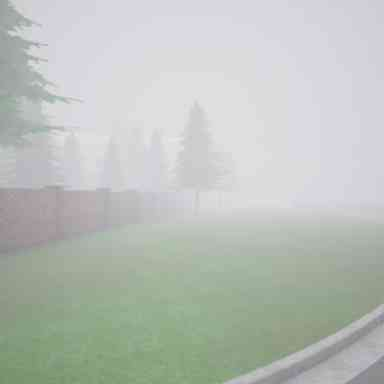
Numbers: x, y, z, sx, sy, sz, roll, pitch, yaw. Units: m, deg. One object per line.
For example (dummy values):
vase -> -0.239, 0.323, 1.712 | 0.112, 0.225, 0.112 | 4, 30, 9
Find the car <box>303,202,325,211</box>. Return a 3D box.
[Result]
car -> 20.354, 2.311, 54.953 | 1.994, 1.385, 4.181 | 0, -1, 3

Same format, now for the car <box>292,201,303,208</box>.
car -> 20.874, 2.420, 64.864 | 1.994, 1.385, 4.181 | 0, -1, 3
